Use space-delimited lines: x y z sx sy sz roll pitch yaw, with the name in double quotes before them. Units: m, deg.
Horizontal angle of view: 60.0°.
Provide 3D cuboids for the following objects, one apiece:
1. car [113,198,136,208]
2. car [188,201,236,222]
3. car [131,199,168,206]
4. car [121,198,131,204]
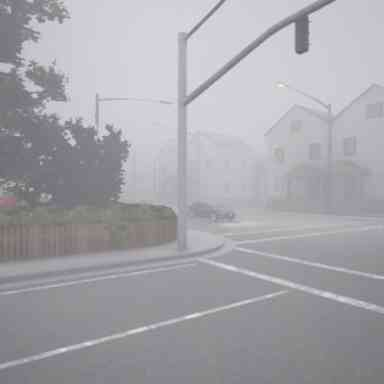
"car" -10.161 1.615 49.890 1.994 1.385 4.181 0 0 -35
"car" 1.532 1.547 26.953 1.837 1.490 4.892 0 0 -35
"car" -4.219 1.519 35.085 1.882 1.535 5.008 0 0 -35
"car" -10.026 1.519 43.316 1.882 1.535 5.008 0 0 -35
